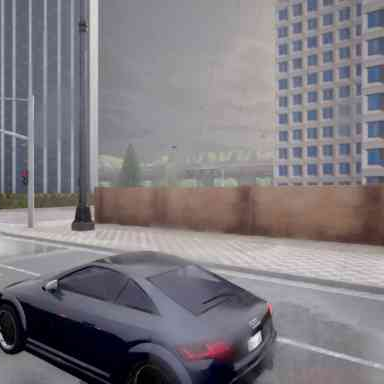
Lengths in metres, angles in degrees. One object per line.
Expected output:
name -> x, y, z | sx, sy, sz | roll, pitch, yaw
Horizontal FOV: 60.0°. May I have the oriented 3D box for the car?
car -> -0.977, 1.564, 4.700 | 4.181, 1.385, 1.994 | 0, 0, 35
